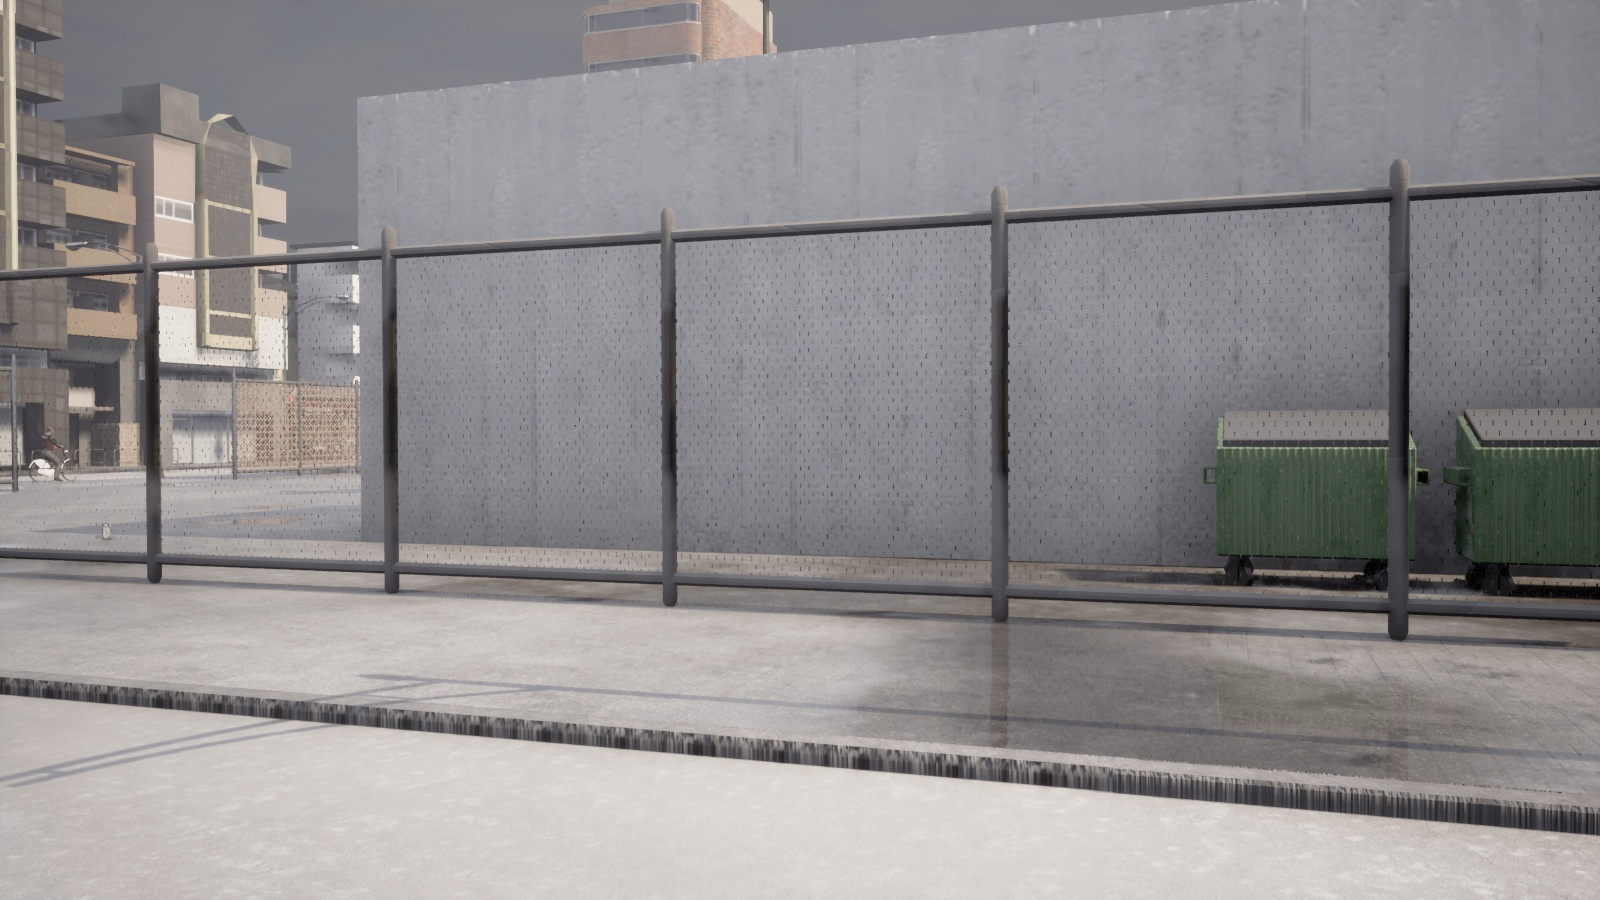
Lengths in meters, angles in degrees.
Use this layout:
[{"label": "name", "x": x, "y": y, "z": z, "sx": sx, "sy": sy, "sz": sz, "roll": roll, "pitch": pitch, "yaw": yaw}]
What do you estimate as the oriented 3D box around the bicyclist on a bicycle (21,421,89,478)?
[{"label": "bicyclist on a bicycle", "x": -23.671, "y": -0.031, "z": 39.939, "sx": 0.659, "sy": 1.776, "sz": 1.843, "roll": 1, "pitch": 1, "yaw": 19}]
